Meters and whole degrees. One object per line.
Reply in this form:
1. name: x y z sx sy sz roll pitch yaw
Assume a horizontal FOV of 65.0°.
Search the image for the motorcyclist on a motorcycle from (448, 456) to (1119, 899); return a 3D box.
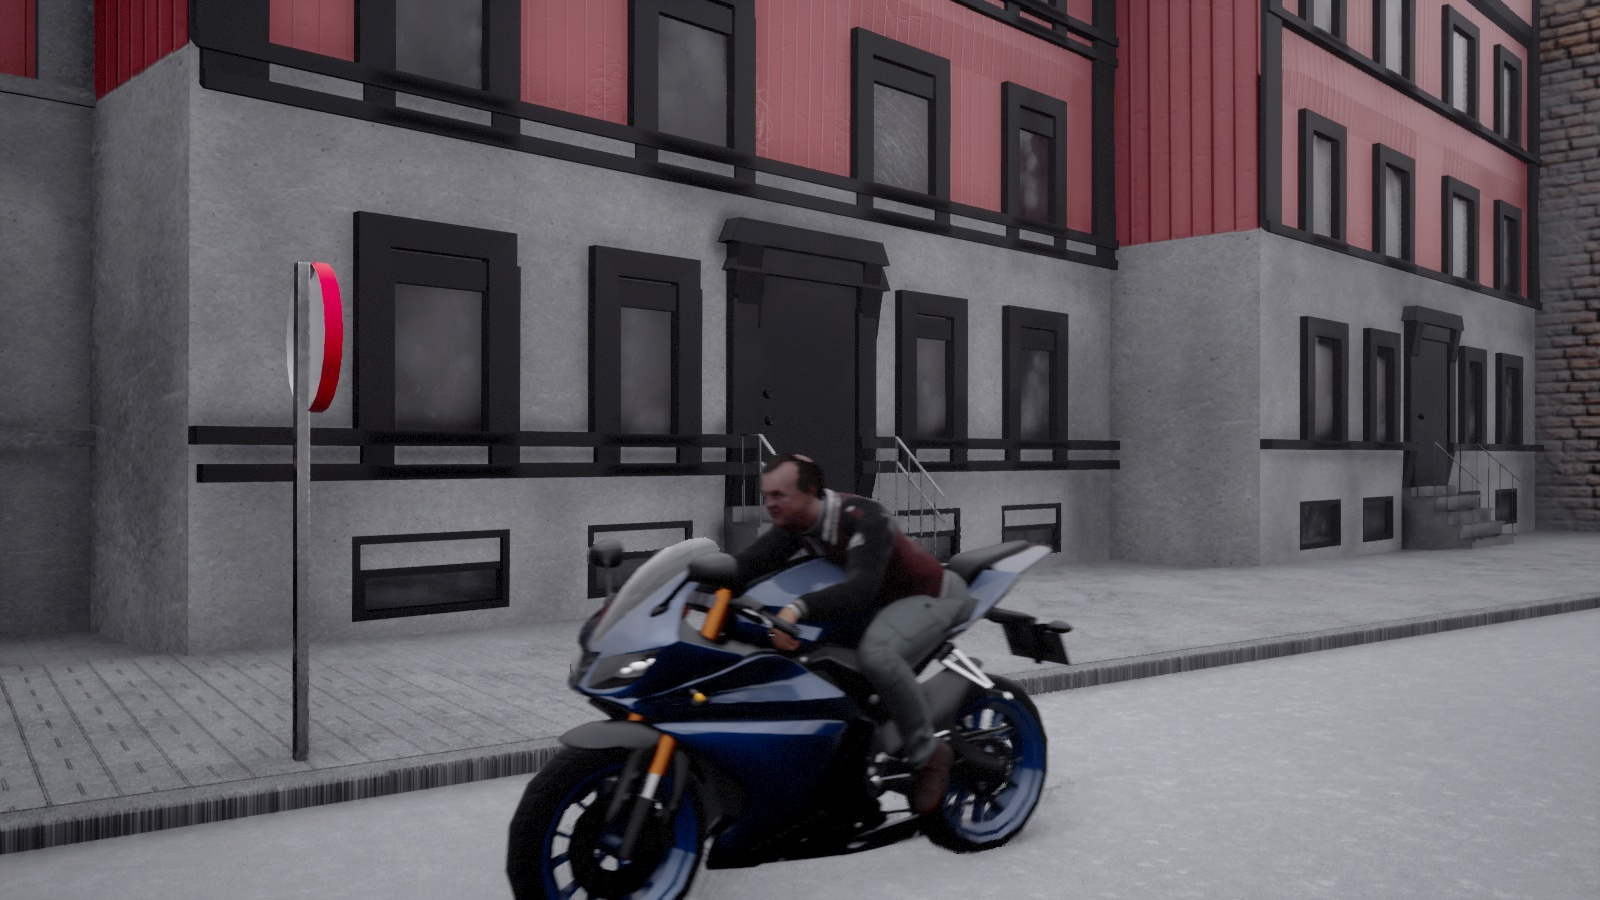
1. motorcyclist on a motorcycle: 0.020 0.790 4.300 2.191 1.530 0.866 0 0 -35
